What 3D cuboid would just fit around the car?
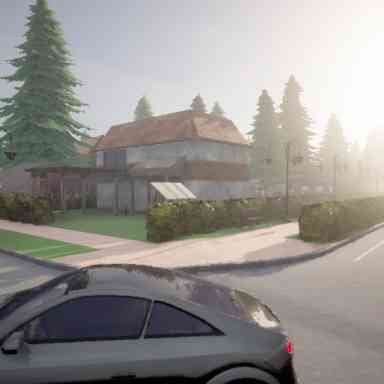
[{"bbox_3d":[-1.071,1.546,3.531,4.181,1.385,1.994,0,2,-5],"label":"car"}]
